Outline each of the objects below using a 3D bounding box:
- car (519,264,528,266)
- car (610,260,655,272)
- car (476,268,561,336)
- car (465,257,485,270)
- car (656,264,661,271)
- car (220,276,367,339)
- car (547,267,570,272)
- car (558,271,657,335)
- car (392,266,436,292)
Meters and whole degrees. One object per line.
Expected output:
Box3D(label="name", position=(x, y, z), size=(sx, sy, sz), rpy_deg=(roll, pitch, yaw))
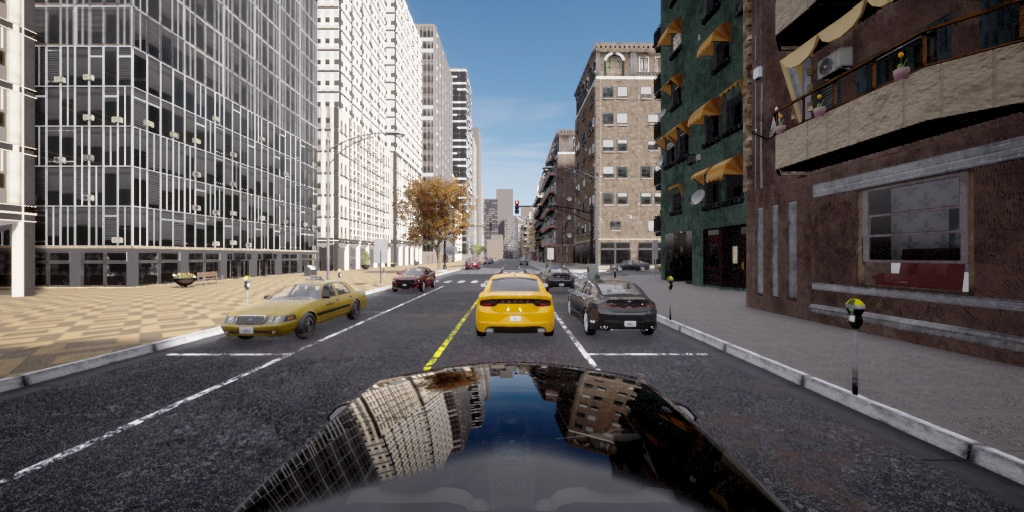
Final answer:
Box3D(label="car", position=(0.063, 1.355, 20.664), size=(1.895, 1.301, 4.718), rpy_deg=(0, 0, 0))
Box3D(label="car", position=(13.358, 1.109, 40.794), size=(4.403, 1.370, 2.007), rpy_deg=(0, 0, -1))
Box3D(label="car", position=(0.072, 1.228, 10.385), size=(1.882, 1.535, 5.008), rpy_deg=(0, 0, 0))
Box3D(label="car", position=(-5.793, 1.098, 53.728), size=(2.192, 1.841, 5.009), rpy_deg=(0, 0, 0))
Box3D(label="car", position=(18.755, 1.006, 40.859), size=(4.829, 1.417, 1.751), rpy_deg=(0, 0, -1))
Box3D(label="car", position=(-5.708, 1.276, 10.105), size=(1.751, 1.417, 4.829), rpy_deg=(0, 0, 0))
Box3D(label="car", position=(2.650, 1.305, 21.357), size=(2.007, 1.370, 4.403), rpy_deg=(0, 0, 0))
Box3D(label="car", position=(2.672, 1.301, 10.291), size=(2.007, 1.370, 4.403), rpy_deg=(0, 0, 0))
Box3D(label="car", position=(-5.730, 1.299, 21.341), size=(1.888, 1.381, 4.507), rpy_deg=(0, 0, 0))
